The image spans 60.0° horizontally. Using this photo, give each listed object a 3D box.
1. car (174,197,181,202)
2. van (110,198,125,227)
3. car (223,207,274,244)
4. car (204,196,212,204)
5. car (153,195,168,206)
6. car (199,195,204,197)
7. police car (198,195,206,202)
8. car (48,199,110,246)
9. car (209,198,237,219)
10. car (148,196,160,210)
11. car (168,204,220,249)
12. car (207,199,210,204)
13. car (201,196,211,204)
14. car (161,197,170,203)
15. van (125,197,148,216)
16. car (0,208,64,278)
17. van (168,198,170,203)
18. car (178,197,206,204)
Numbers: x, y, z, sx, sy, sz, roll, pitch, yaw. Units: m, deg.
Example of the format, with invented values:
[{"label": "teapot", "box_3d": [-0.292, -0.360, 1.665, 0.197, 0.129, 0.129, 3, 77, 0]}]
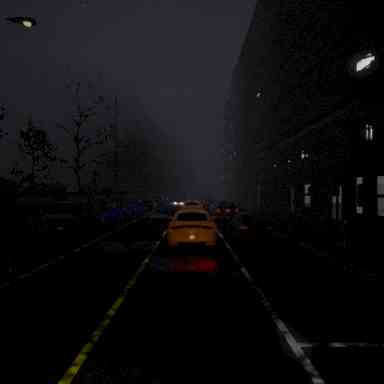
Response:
[{"label": "car", "box_3d": [-3.000, 1.687, 75.982, 1.895, 1.301, 4.718, 0, 0, 0]}, {"label": "van", "box_3d": [-5.690, 1.364, 21.211, 1.690, 1.788, 3.998, 0, 0, 0]}, {"label": "car", "box_3d": [2.690, 1.597, 15.580, 1.802, 1.307, 4.206, 0, 0, 0]}, {"label": "car", "box_3d": [2.689, 1.623, 43.733, 1.947, 1.339, 4.313, 0, 0, 0]}, {"label": "car", "box_3d": [-5.690, 1.394, 54.993, 2.192, 1.841, 5.009, 0, 0, 0]}, {"label": "car", "box_3d": [2.690, 1.519, 54.993, 1.967, 1.590, 4.097, 0, 0, 0]}, {"label": "police car", "box_3d": [2.366, 1.565, 80.016, 1.930, 1.638, 5.238, 0, 0, 0]}, {"label": "car", "box_3d": [-5.691, 1.330, 15.581, 2.192, 1.841, 5.009, 0, 0, 0]}, {"label": "car", "box_3d": [2.690, 1.472, 26.842, 1.967, 1.590, 4.097, 0, 0, 0]}, {"label": "car", "box_3d": [-5.691, 1.623, 43.733, 1.947, 1.339, 4.313, 0, 0, 0]}, {"label": "car", "box_3d": [-0.001, 1.499, 14.651, 1.882, 1.535, 5.008, 0, 0, 0]}, {"label": "car", "box_3d": [2.690, 1.622, 32.472, 1.802, 1.307, 4.206, 0, 0, 0]}, {"label": "car", "box_3d": [2.690, 1.630, 66.423, 1.752, 1.417, 4.829, 0, 0, 0]}, {"label": "car", "box_3d": [-5.691, 1.701, 71.883, 1.802, 1.307, 4.206, 0, 0, 0]}, {"label": "van", "box_3d": [-5.691, 1.381, 32.472, 1.690, 1.788, 3.998, 0, 0, 0]}, {"label": "car", "box_3d": [-5.689, 1.447, 9.949, 1.967, 1.590, 4.097, 0, 0, 0]}, {"label": "van", "box_3d": [-5.691, 1.446, 66.253, 1.690, 1.788, 3.998, 0, 0, 0]}, {"label": "car", "box_3d": [0.000, 1.521, 29.651, 1.882, 1.535, 5.008, 0, 0, 0]}]
